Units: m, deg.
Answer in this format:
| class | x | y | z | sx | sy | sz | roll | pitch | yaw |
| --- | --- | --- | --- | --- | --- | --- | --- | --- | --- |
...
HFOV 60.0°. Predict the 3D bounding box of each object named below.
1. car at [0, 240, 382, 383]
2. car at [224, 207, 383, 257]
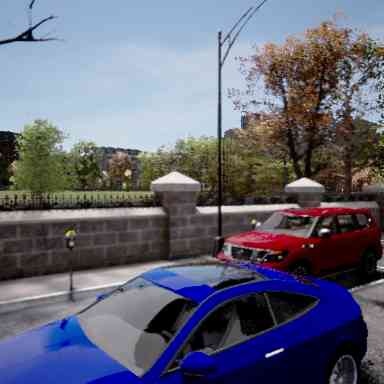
| class | x | y | z | sx | sy | sz | roll | pitch | yaw |
| --- | --- | --- | --- | --- | --- | --- | --- | --- | --- |
| car | -0.025 | 1.535 | 3.359 | 4.674 | 1.442 | 1.812 | 0 | 0 | -36 |
| car | 3.038 | 1.352 | 8.726 | 5.009 | 1.841 | 2.192 | 0 | 0 | -35 |
